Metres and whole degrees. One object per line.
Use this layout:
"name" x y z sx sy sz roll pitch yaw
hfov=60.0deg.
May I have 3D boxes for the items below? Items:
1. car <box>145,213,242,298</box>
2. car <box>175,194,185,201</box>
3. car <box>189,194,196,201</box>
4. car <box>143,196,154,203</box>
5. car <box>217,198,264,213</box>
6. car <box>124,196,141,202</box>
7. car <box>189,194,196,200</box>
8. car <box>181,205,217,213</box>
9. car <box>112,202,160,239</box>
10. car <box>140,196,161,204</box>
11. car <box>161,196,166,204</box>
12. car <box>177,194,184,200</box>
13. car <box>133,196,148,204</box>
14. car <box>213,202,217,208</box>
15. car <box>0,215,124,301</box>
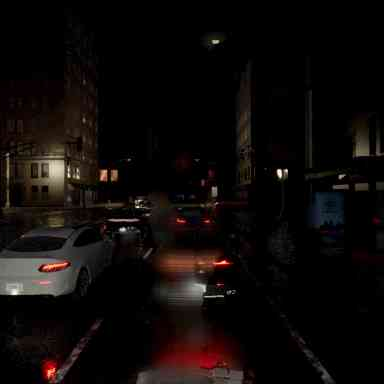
"car" 0.102 1.508 8.471 1.837 1.490 4.892 0 0 0
"car" -3.151 1.535 82.832 2.128 1.511 4.902 0 0 0
"car" 0.100 1.605 83.274 1.895 1.301 4.718 0 0 0
"car" -9.662 1.544 73.763 1.812 1.442 4.674 0 0 0
"car" 5.459 1.666 36.926 4.718 1.301 1.895 0 -1 0
"car" -9.772 1.524 53.420 1.837 1.490 4.892 0 0 0
"car" 0.112 1.381 93.246 2.033 1.411 5.357 0 0 0
"car" 0.103 1.532 17.587 1.812 1.442 4.674 0 0 0
"car" -3.131 1.498 17.486 2.128 1.511 4.902 0 0 0
"car" -6.527 1.524 52.963 1.837 1.490 4.892 0 0 0
"car" -6.488 1.546 61.987 1.812 1.442 4.674 0 0 1
"car" -3.138 1.319 93.251 1.882 1.535 5.008 0 0 0
"car" -9.722 1.511 63.549 2.128 1.511 4.902 0 0 1
"car" 4.744 1.456 40.174 4.553 1.767 2.097 0 -1 0
"car" -3.146 1.528 8.220 1.812 1.442 4.674 0 0 0
